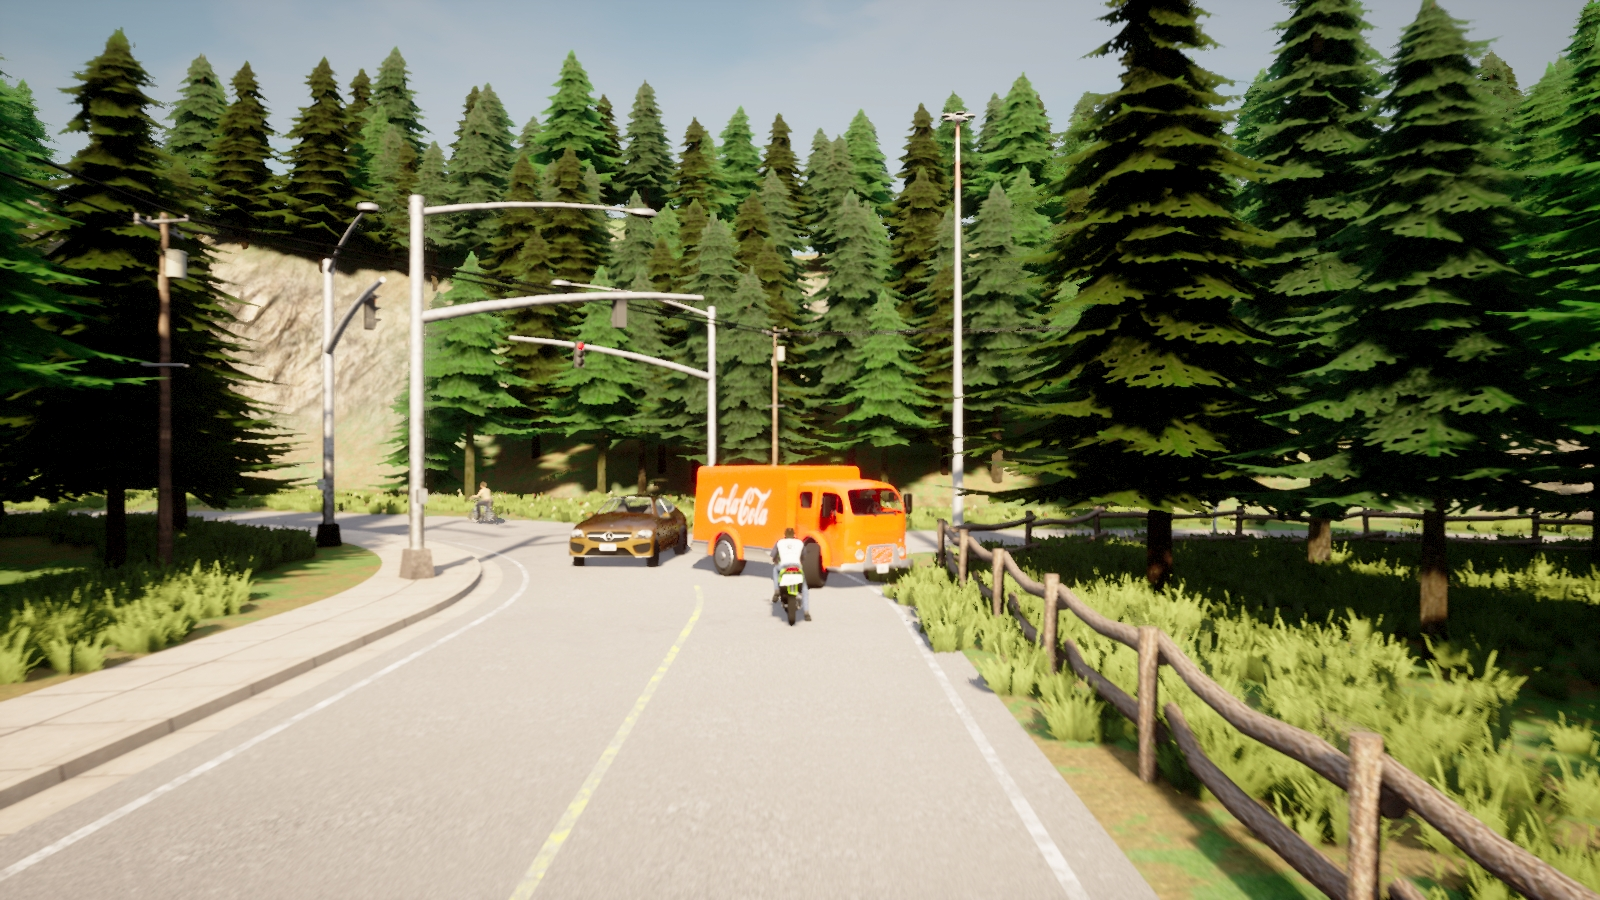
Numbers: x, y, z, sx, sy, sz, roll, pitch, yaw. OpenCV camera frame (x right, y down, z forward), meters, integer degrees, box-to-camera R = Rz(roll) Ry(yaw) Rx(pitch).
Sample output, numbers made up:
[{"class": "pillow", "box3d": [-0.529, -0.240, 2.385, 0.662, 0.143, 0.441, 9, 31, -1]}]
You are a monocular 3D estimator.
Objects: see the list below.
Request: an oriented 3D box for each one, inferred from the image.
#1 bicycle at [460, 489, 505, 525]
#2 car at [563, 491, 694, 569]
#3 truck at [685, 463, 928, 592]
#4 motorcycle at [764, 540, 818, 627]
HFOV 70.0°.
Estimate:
[{"class": "bicycle", "box3d": [-11.960, 2.132, 43.084, 1.487, 1.276, 0.859, 0, 2, 36]}, {"class": "car", "box3d": [-4.272, 1.970, 29.335, 2.152, 1.651, 5.027, 0, 0, 6]}, {"class": "truck", "box3d": [0.023, 1.542, 25.121, 2.627, 2.467, 5.204, 0, 0, -39]}, {"class": "motorcycle", "box3d": [-0.172, 2.160, 18.875, 0.803, 1.199, 2.033, 0, 0, -3]}]
